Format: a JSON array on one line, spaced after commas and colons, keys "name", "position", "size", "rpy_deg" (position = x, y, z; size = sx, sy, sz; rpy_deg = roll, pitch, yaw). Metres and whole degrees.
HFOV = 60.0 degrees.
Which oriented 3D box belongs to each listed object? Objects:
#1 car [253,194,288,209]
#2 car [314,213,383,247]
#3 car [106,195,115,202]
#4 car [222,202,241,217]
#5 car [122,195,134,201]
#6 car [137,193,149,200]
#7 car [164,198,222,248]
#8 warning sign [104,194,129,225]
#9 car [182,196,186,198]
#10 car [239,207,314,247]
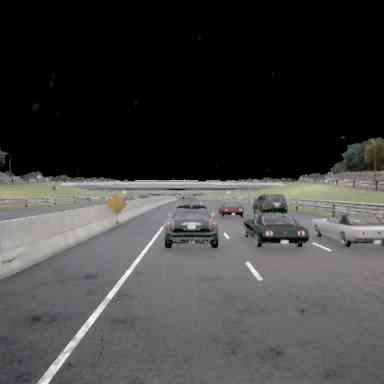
[{"name": "car", "position": [6.910, 1.172, 29.759], "size": [2.150, 2.045, 5.566], "rpy_deg": [0, 0, 0]}, {"name": "car", "position": [6.977, 1.577, 14.717], "size": [1.895, 1.301, 4.718], "rpy_deg": [0, 0, 0]}, {"name": "car", "position": [-18.083, 1.448, 75.882], "size": [2.097, 1.767, 4.553], "rpy_deg": [0, -1, -1]}, {"name": "car", "position": [3.410, 1.529, 29.737], "size": [1.895, 1.301, 4.718], "rpy_deg": [0, 0, 0]}, {"name": "car", "position": [-14.584, 1.449, 75.938], "size": [2.097, 1.767, 4.553], "rpy_deg": [0, -1, -1]}, {"name": "car", "position": [-11.083, 1.319, 75.935], "size": [2.150, 2.045, 5.566], "rpy_deg": [0, -1, -1]}, {"name": "car", "position": [-0.022, 1.327, 14.636], "size": [2.097, 1.767, 4.553], "rpy_deg": [0, 0, 0]}, {"name": "warning sign", "position": [-4.613, 1.053, 20.462], "size": [1.300, 1.860, 1.060], "rpy_deg": [-1, -1, 0]}, {"name": "car", "position": [-0.090, 1.279, 29.656], "size": [2.097, 1.767, 4.553], "rpy_deg": [0, 0, 0]}, {"name": "car", "position": [3.477, 1.577, 14.707], "size": [1.895, 1.301, 4.718], "rpy_deg": [0, 0, 0]}]
